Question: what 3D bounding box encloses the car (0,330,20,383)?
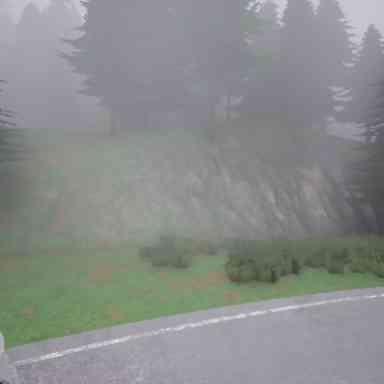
[{"bbox_3d":[-3.244,1.414,1.250,4.674,1.442,1.812,1,1,-37],"label":"car"}]
